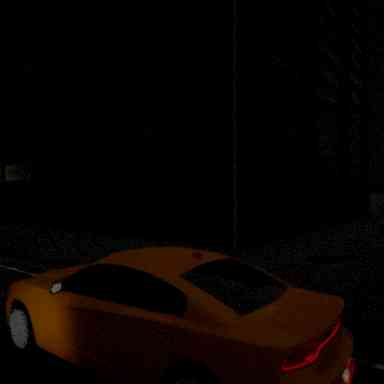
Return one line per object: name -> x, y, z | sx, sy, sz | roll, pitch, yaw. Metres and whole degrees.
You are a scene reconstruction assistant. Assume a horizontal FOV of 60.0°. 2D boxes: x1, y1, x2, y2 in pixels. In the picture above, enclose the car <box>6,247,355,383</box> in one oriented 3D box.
car -> -0.599, 1.506, 4.494 | 5.008, 1.535, 1.882 | -1, 0, 36
